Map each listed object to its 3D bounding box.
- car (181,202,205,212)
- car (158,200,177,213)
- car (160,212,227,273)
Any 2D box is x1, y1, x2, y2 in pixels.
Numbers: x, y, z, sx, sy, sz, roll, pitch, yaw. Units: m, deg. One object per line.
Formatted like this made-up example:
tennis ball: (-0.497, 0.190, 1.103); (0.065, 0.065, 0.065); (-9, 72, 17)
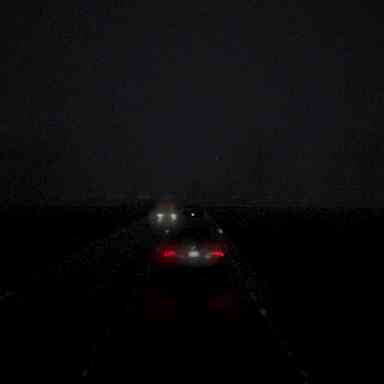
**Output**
car: (0.069, 1.661, 30.292); (1.837, 1.490, 4.892); (0, 0, 0)
car: (-2.858, 1.673, 39.309); (1.882, 1.535, 5.008); (0, 0, 0)
car: (0.060, 1.609, 10.790); (2.033, 1.411, 5.357); (0, 0, 0)
